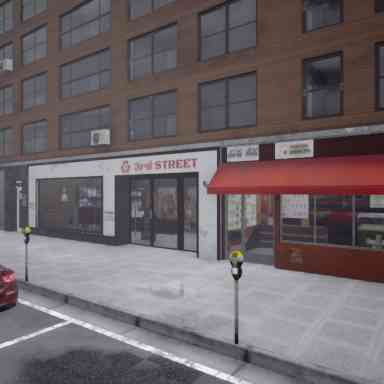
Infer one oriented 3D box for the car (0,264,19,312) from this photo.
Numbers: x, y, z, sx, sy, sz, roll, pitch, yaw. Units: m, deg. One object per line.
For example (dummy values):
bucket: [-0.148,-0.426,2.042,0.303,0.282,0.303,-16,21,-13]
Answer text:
car: [-4.925,1.582,6.327,4.206,1.307,1.802,0,0,36]
